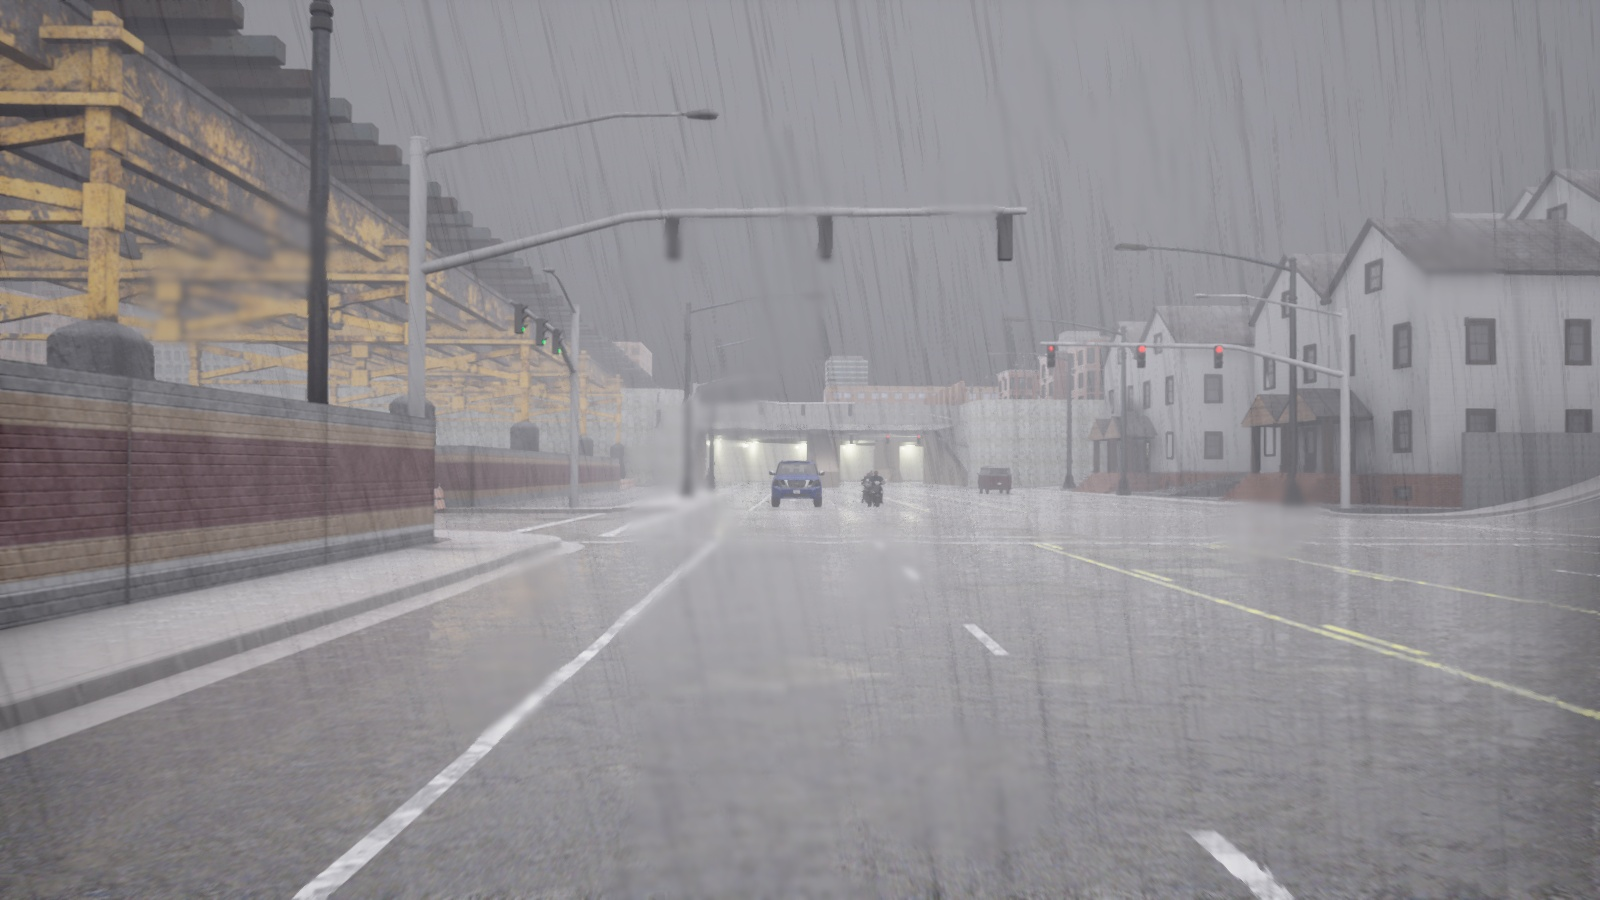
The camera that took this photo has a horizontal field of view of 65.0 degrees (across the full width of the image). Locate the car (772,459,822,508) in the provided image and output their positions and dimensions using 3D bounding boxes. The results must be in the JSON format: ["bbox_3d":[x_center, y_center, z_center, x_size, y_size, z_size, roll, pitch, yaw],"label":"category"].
[{"bbox_3d":[-0.127,1.477,56.304,2.150,2.045,5.566,0,-1,0],"label":"car"}]

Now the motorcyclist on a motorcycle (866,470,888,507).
[{"bbox_3d":[3.377,1.677,55.114,0.866,1.590,1.817,0,-1,0],"label":"motorcyclist on a motorcycle"}]

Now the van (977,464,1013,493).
[{"bbox_3d":[13.827,2.008,89.390,1.775,1.987,4.442,0,-1,-1],"label":"van"}]
